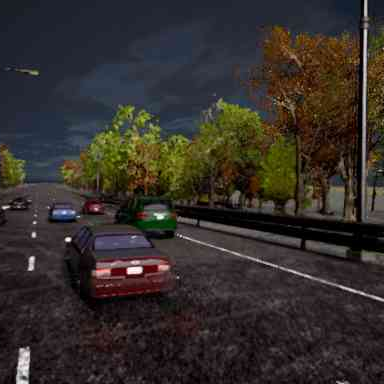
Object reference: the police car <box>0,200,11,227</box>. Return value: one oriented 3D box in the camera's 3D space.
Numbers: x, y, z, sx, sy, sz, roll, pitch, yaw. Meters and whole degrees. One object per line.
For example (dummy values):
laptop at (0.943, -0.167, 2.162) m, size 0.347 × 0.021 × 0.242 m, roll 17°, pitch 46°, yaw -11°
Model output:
police car at (-13.281, 1.306, 21.655) m, size 1.930 × 1.638 × 5.238 m, roll 1°, pitch 0°, yaw -25°

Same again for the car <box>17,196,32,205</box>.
car at (-26.514, 1.331, 52.715) m, size 1.994 × 1.385 × 4.181 m, roll 1°, pitch 0°, yaw -25°

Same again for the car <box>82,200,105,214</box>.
car at (-10.278, 1.526, 34.553) m, size 1.812 × 1.442 × 4.674 m, roll 1°, pitch 0°, yaw -25°

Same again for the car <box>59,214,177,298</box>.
car at (-2.160, 1.555, 8.705) m, size 2.033 × 1.411 × 5.357 m, roll 1°, pitch 0°, yaw -25°

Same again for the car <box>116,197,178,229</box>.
car at (-2.604, 1.270, 18.000) m, size 2.150 × 2.045 × 5.566 m, roll 1°, pitch 0°, yaw -25°

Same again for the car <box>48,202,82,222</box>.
car at (-10.100, 1.506, 25.841) m, size 2.033 × 1.411 × 5.357 m, roll 1°, pitch 0°, yaw -25°

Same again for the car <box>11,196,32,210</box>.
car at (-20.204, 1.357, 39.108) m, size 1.837 × 1.490 × 4.892 m, roll 1°, pitch 0°, yaw -25°
